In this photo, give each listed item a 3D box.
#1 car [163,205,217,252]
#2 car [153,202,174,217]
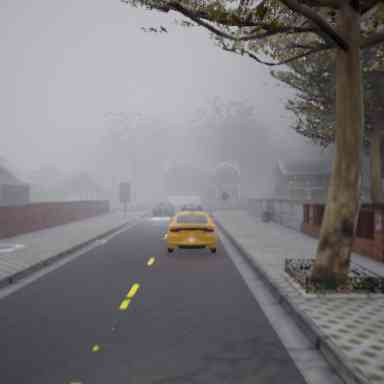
[{"bbox_3d":[0.008,1.571,14.432,1.882,1.535,5.008,0,0,0],"label":"car"},{"bbox_3d":[-2.753,1.706,33.404,1.994,1.385,4.181,0,0,0],"label":"car"}]
